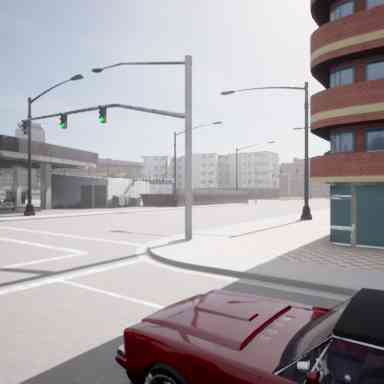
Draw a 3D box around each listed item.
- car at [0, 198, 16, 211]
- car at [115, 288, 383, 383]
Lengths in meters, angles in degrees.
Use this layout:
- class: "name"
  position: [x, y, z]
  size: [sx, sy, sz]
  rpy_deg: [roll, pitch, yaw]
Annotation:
- class: "car"
  position: [-22.337, 1.448, 38.835]
  size: [3.806, 1.475, 1.970]
  rpy_deg: [0, 0, 36]
- class: "car"
  position: [1.528, 1.601, 2.884]
  size: [4.718, 1.301, 1.895]
  rpy_deg: [0, 0, 36]
